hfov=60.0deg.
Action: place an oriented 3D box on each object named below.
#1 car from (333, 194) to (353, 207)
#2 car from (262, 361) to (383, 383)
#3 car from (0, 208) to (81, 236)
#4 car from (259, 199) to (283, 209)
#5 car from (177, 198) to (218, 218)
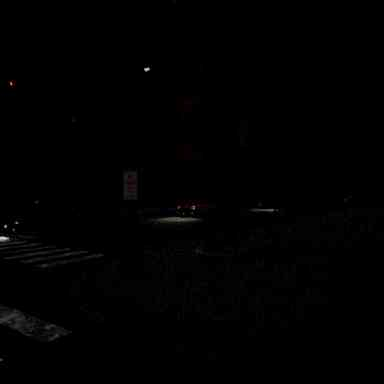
[{"bbox_3d":[24.063,1.348,52.899,2.150,2.045,5.566,0,0,35],"label":"car"},{"bbox_3d":[2.178,1.551,1.289,4.403,1.369,2.008,0,0,36],"label":"car"},{"bbox_3d":[-8.381,1.577,18.635,1.994,1.385,4.181,0,0,35],"label":"car"},{"bbox_3d":[10.982,1.587,45.942,1.837,1.490,4.892,0,-1,36],"label":"car"},{"bbox_3d":[0.542,1.391,31.279,2.097,1.767,4.553,0,0,35],"label":"car"}]
